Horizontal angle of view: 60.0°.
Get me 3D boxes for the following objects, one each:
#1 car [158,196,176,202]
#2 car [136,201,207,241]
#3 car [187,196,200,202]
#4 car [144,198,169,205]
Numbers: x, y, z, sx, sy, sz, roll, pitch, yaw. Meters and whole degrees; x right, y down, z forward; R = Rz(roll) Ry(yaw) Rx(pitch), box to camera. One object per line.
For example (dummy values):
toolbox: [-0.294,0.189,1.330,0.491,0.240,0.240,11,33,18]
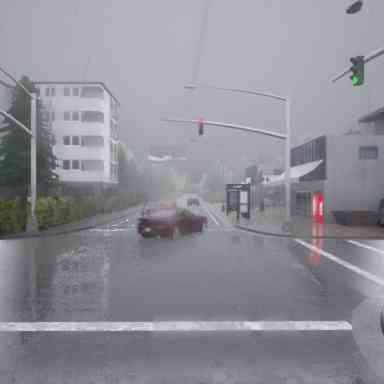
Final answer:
car: [-3.497,1.352,40.733,2.097,1.767,4.553,0,0,0]
car: [-0.901,1.585,17.847,1.882,1.535,5.008,2,2,29]
car: [0.242,1.505,54.202,1.837,1.490,4.892,0,0,1]
car: [-3.527,1.564,31.031,1.994,1.385,4.181,0,0,0]
